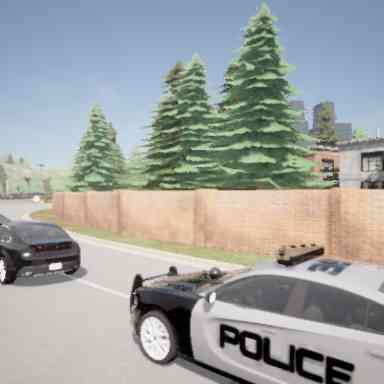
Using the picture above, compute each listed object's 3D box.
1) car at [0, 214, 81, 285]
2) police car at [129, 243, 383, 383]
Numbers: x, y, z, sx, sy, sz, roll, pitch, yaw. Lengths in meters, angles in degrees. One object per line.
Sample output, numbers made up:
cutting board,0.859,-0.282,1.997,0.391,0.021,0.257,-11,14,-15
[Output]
car,-5.108,1.619,10.009,1.837,1.490,4.892,2,-1,-45
police car,1.239,1.514,4.247,5.238,1.638,1.930,0,-1,39
